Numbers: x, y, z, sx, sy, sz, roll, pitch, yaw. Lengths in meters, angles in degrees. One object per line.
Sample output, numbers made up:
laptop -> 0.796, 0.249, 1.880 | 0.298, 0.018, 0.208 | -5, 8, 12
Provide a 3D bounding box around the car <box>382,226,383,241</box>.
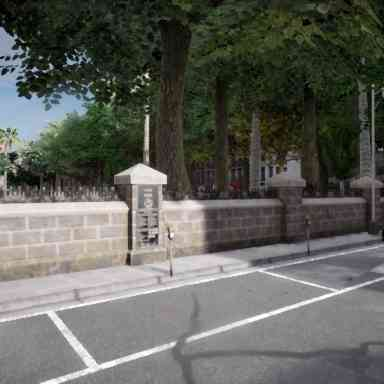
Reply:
car -> 9.737, 1.310, 13.485 | 5.009, 1.841, 2.192 | 0, 0, -36
